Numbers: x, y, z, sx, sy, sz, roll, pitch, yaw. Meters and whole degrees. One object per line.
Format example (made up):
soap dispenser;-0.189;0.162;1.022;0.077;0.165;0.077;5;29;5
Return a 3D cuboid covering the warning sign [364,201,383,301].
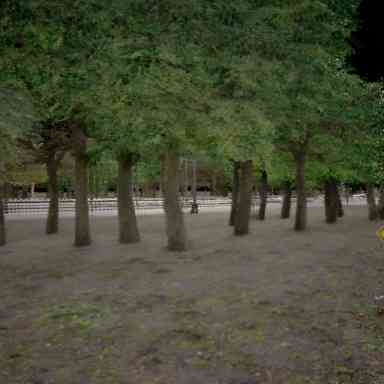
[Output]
warning sign;4.192;1.120;6.302;1.060;1.860;1.300;0;1;-36
